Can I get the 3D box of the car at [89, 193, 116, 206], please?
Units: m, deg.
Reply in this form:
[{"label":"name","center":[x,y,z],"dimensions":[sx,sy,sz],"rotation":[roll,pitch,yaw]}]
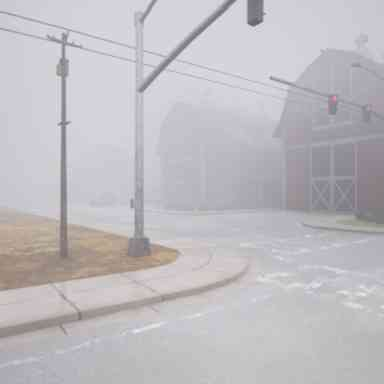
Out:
[{"label":"car","center":[-13.605,1.117,50.739],"dimensions":[3.866,1.878,1.905],"rotation":[-2,5,11]}]
